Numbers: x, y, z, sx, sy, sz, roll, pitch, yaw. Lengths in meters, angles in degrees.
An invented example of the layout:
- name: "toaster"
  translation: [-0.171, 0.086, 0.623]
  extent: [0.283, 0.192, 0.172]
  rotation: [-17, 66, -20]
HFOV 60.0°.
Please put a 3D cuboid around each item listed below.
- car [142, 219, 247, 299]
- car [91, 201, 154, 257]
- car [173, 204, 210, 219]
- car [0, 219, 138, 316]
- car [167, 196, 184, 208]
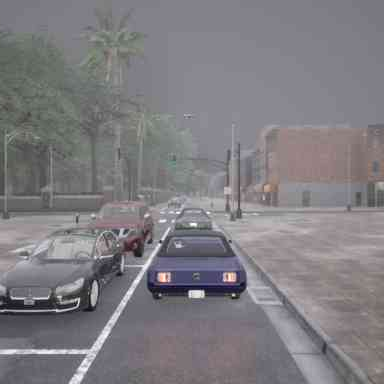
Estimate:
- name: "car"
  translation: [0.086, 1.601, 8.372]
  extent: [1.895, 1.301, 4.718]
  rotation: [0, 0, 0]
- name: "car"
  translation: [-2.660, 1.318, 13.052]
  extent: [2.192, 1.841, 5.009]
  rotation: [0, 0, 0]
- name: "car"
  translation: [0.065, 1.573, 18.432]
  extent: [1.994, 1.385, 4.181]
  rotation: [0, 0, 0]
- name: "car"
  translation: [-2.650, 1.551, 7.588]
  extent: [2.008, 1.369, 4.403]
  rotation: [0, 0, 0]
- name: "car"
  translation: [-2.724, 1.542, 51.201]
  extent: [1.967, 1.590, 4.097]
  rotation: [0, 0, 0]
